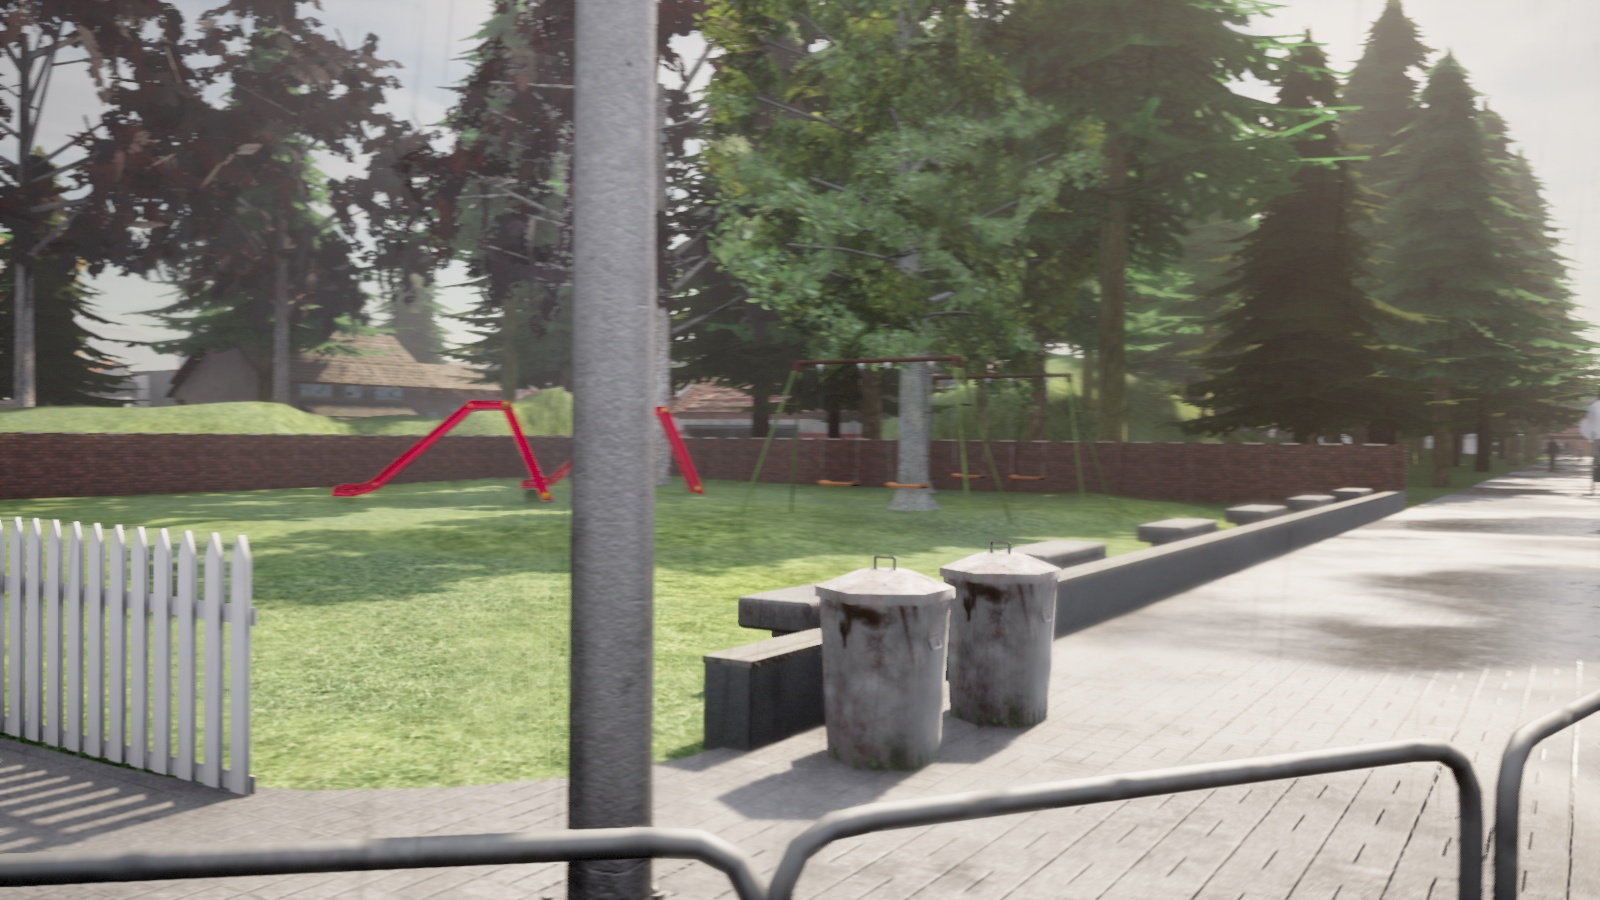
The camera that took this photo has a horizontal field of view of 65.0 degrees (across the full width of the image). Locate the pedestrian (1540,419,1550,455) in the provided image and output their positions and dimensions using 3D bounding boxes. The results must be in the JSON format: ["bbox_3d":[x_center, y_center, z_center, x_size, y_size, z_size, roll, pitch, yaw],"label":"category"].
[{"bbox_3d":[38.544,-0.660,64.965,0.402,1.842,0.726,0,1,29],"label":"pedestrian"}]
